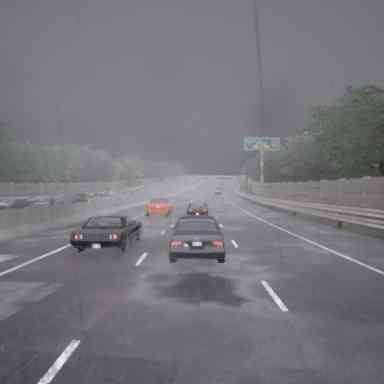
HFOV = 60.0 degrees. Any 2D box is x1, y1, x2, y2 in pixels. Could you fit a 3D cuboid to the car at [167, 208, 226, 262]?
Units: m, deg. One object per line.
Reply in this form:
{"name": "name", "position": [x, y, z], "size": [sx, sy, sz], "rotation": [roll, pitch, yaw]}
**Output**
{"name": "car", "position": [0.177, 1.546, 12.107], "size": [2.033, 1.411, 5.357], "rotation": [0, 0, 1]}

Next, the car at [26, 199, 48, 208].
{"name": "car", "position": [-16.917, 1.463, 38.735], "size": [1.994, 1.385, 4.181], "rotation": [0, 1, 2]}

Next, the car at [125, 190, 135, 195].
{"name": "car", "position": [-14.767, 0.190, 79.849], "size": [1.882, 1.535, 5.008], "rotation": [0, 2, 4]}

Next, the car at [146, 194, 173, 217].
{"name": "car", "position": [-2.945, 1.316, 31.399], "size": [2.097, 1.767, 4.553], "rotation": [0, 0, 2]}

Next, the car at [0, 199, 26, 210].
{"name": "car", "position": [-20.457, 1.451, 37.950], "size": [2.033, 1.411, 5.357], "rotation": [0, 1, 2]}

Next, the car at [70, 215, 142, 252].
{"name": "car", "position": [-3.300, 1.597, 13.798], "size": [1.895, 1.301, 4.718], "rotation": [0, 0, 1]}

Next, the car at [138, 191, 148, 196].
{"name": "car", "position": [-11.389, 0.574, 77.936], "size": [1.837, 1.490, 4.892], "rotation": [0, 1, 4]}

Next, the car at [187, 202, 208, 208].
{"name": "car", "position": [0.526, 1.572, 30.484], "size": [1.895, 1.301, 4.718], "rotation": [0, 0, 2]}

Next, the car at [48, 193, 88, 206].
{"name": "car", "position": [-13.475, 1.135, 37.245], "size": [2.150, 2.045, 5.566], "rotation": [0, 1, 2]}

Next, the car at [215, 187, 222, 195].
{"name": "car", "position": [7.297, 0.115, 93.401], "size": [1.882, 1.535, 5.008], "rotation": [0, 2, 5]}

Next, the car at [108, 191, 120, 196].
{"name": "car", "position": [-18.373, 0.587, 78.403], "size": [1.812, 1.442, 4.674], "rotation": [0, 1, 4]}
